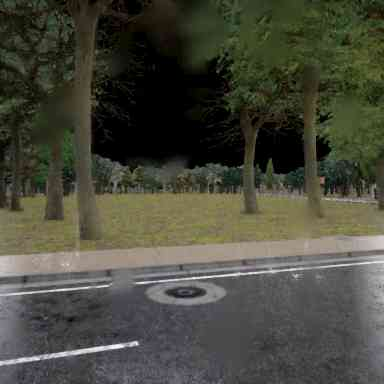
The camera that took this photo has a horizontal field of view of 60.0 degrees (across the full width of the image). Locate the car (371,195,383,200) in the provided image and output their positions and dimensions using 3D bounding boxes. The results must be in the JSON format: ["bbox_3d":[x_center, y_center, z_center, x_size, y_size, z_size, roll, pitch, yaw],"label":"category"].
[{"bbox_3d":[44.977,1.298,79.667,1.895,1.301,4.718,0,0,5],"label":"car"}]

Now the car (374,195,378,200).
[{"bbox_3d":[40.992,1.207,70.653,1.882,1.535,5.008,0,0,5],"label":"car"}]
